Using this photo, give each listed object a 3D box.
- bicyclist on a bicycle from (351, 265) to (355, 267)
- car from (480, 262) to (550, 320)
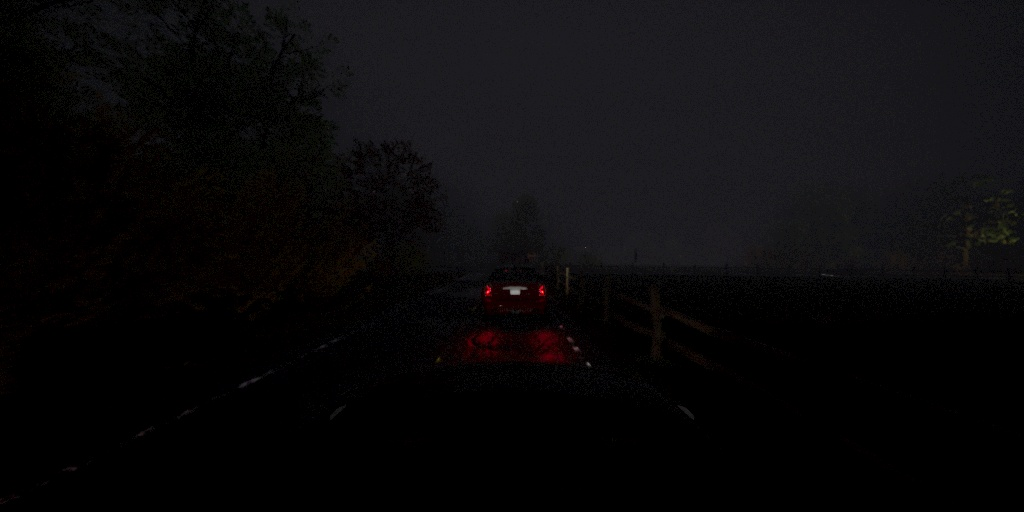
[{"bbox_3d":[-22.693,0.708,51.105,0.582,1.620,1.656,1,0,0],"label":"bicyclist on a bicycle"},{"bbox_3d":[0.093,1.070,12.565,2.097,1.767,4.553,0,0,0],"label":"car"}]
